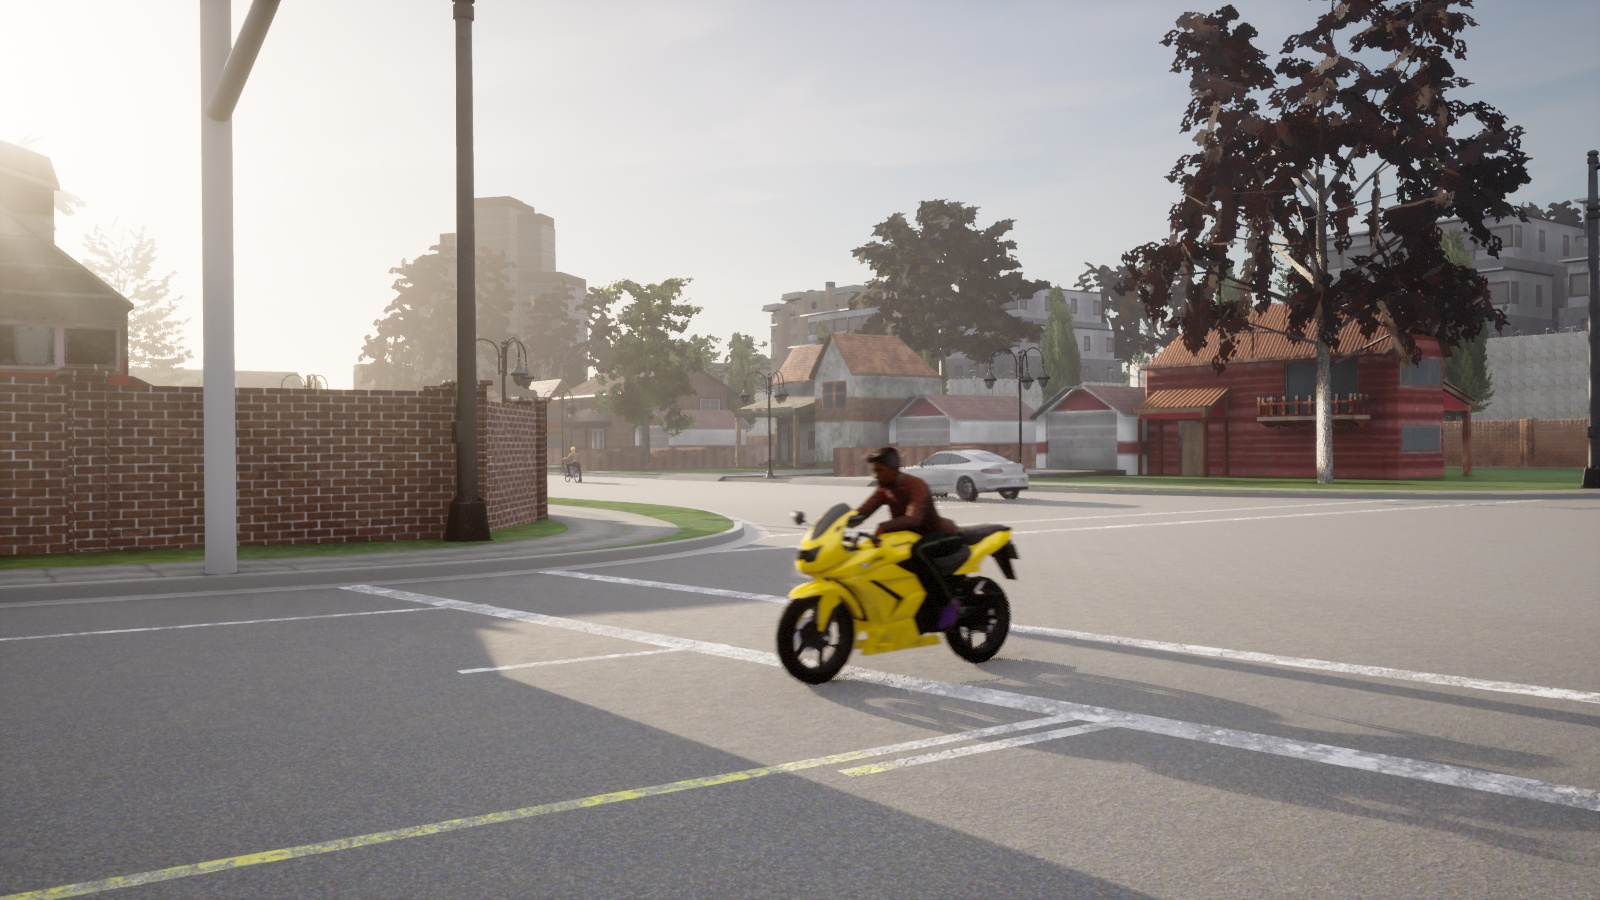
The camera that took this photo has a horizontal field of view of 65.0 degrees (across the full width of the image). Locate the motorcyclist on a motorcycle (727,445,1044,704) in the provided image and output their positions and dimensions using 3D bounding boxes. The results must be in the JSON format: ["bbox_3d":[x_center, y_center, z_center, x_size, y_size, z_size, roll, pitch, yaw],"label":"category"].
[{"bbox_3d":[0.602,0.735,8.343,2.044,1.523,0.797,0,0,-35],"label":"motorcyclist on a motorcycle"}]

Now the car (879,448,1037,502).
[{"bbox_3d":[4.501,0.690,36.378,1.812,1.442,4.674,-1,0,-36],"label":"car"}]
